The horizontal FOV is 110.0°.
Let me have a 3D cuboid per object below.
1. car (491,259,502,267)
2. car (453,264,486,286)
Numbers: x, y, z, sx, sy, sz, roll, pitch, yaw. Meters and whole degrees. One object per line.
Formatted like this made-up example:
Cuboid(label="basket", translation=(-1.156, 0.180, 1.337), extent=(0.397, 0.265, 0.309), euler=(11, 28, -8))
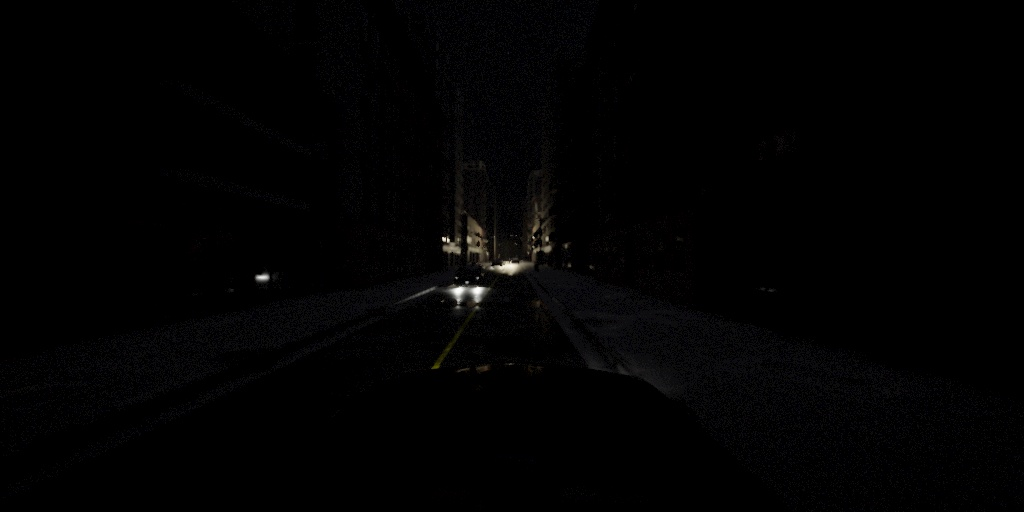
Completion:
Cuboid(label="car", translation=(-2.751, 1.244, 65.428), extent=(1.882, 1.535, 5.008), euler=(0, 0, 1))
Cuboid(label="car", translation=(-2.842, 1.293, 25.325), extent=(2.033, 1.411, 5.357), euler=(0, 0, 0))
